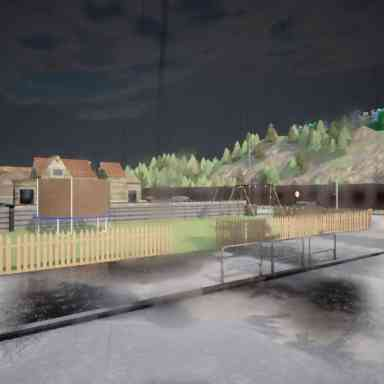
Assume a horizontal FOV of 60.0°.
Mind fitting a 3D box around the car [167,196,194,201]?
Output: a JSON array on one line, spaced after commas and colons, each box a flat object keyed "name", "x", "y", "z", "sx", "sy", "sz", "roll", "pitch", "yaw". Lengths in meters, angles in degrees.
[{"name": "car", "x": -1.411, "y": 1.352, "z": 49.005, "sx": 2.097, "sy": 1.767, "sz": 4.553, "roll": 0, "pitch": 0, "yaw": -35}]

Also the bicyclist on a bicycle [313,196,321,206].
[{"name": "bicyclist on a bicycle", "x": 15.152, "y": 1.349, "z": 40.287, "sx": 1.656, "sy": 1.620, "sz": 0.582, "roll": 0, "pitch": 0, "yaw": -36}]

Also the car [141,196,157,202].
[{"name": "car", "x": -8.755, "y": 1.526, "z": 66.256, "sx": 1.812, "sy": 1.442, "sz": 4.674, "roll": 0, "pitch": 0, "yaw": -36}]

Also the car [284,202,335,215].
[{"name": "car", "x": 11.112, "y": 1.601, "z": 31.508, "sx": 1.895, "sy": 1.301, "sz": 4.718, "roll": 0, "pitch": 0, "yaw": -36}]

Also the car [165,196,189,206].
[{"name": "car", "x": -2.641, "y": 1.505, "z": 57.818, "sx": 1.837, "sy": 1.490, "sz": 4.892, "roll": 0, "pitch": 0, "yaw": -35}]
